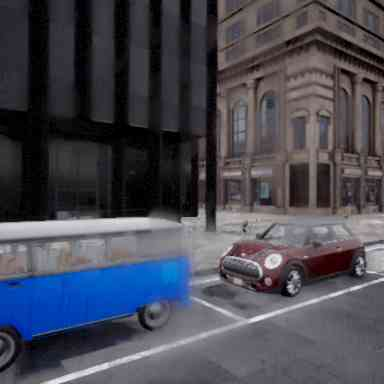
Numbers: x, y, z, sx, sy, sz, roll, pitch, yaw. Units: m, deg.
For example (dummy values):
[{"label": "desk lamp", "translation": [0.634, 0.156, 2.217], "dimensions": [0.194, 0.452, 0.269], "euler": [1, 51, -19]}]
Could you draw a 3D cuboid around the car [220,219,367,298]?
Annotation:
[{"label": "car", "translation": [2.645, 1.458, 8.531], "dimensions": [4.097, 1.590, 1.967], "euler": [0, 0, -35]}]

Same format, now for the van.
[{"label": "van", "translation": [-1.915, 1.345, 5.278], "dimensions": [3.998, 1.788, 1.690], "euler": [0, 0, -35]}]
